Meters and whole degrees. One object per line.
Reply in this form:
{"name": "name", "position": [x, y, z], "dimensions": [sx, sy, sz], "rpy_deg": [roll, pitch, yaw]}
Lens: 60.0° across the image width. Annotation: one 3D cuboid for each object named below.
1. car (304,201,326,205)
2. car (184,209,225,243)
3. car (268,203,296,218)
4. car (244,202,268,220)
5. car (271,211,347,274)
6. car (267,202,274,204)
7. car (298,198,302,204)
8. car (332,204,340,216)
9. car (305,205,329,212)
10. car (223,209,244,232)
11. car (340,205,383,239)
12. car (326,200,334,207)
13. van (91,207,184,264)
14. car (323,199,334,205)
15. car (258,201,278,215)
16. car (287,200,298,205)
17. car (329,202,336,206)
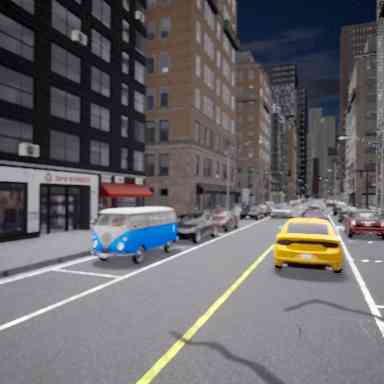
{"name": "car", "position": [15.037, 2.113, 40.608], "dimensions": [1.812, 1.442, 4.674], "rpy_deg": [0, -1, 22]}
{"name": "car", "position": [0.023, 1.748, 17.230], "dimensions": [1.947, 1.339, 4.313], "rpy_deg": [0, -1, 21]}
{"name": "car", "position": [9.184, 2.055, 33.917], "dimensions": [1.895, 1.301, 4.718], "rpy_deg": [0, -1, 21]}
{"name": "car", "position": [5.920, 1.973, 32.643], "dimensions": [1.947, 1.339, 4.313], "rpy_deg": [0, -1, 21]}
{"name": "car", "position": [3.959, 1.639, 11.376], "dimensions": [1.882, 1.535, 5.008], "rpy_deg": [0, -1, 20]}
{"name": "car", "position": [7.885, 2.065, 37.781], "dimensions": [1.802, 1.307, 4.206], "rpy_deg": [0, -1, 21]}
{"name": "car", "position": [27.022, 2.821, 87.651], "dimensions": [2.008, 1.369, 4.403], "rpy_deg": [0, -1, 21]}
{"name": "car", "position": [13.882, 2.007, 29.597], "dimensions": [2.008, 1.369, 4.403], "rpy_deg": [0, -1, 21]}
{"name": "car", "position": [8.968, 1.914, 24.461], "dimensions": [1.994, 1.385, 4.181], "rpy_deg": [0, -1, 21]}
{"name": "car", "position": [1.988, 1.839, 22.368], "dimensions": [1.802, 1.307, 4.206], "rpy_deg": [0, -1, 21]}
{"name": "car", "position": [9.952, 1.746, 19.322], "dimensions": [1.967, 1.590, 4.097], "rpy_deg": [0, -1, 21]}
{"name": "car", "position": [33.098, 2.762, 79.705], "dimensions": [1.752, 1.417, 4.829], "rpy_deg": [0, -1, 21]}
{"name": "van", "position": [-1.941, 1.449, 12.095], "dimensions": [1.690, 1.788, 3.998], "rpy_deg": [0, -1, 21]}
{"name": "car", "position": [31.096, 2.591, 74.499], "dimensions": [1.967, 1.590, 4.097], "rpy_deg": [0, -1, 21]}
{"name": "car", "position": [9.852, 1.999, 42.920], "dimensions": [1.967, 1.590, 4.097], "rpy_deg": [0, -1, 21]}
{"name": "car", "position": [23.138, 2.684, 77.556], "dimensions": [1.802, 1.307, 4.206], "rpy_deg": [0, -1, 21]}
{"name": "car", "position": [17.813, 2.174, 39.872], "dimensions": [1.947, 1.339, 4.313], "rpy_deg": [0, -1, 21]}
